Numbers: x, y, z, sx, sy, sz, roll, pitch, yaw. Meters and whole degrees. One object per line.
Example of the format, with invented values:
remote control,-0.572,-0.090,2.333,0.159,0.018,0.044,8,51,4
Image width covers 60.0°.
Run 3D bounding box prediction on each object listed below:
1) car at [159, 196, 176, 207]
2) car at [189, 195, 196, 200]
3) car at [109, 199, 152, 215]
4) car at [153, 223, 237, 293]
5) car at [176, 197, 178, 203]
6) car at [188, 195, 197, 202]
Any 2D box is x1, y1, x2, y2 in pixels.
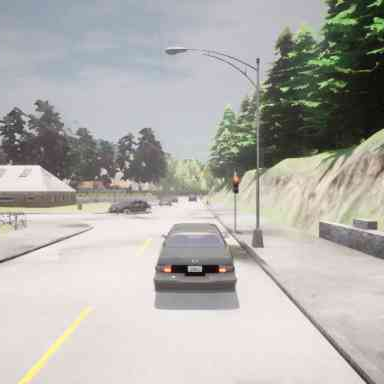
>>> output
car,-4.001,1.492,51.371,2.128,1.511,4.902,0,0,0
car,0.156,1.408,86.111,1.812,1.442,4.674,0,0,0
car,-6.134,1.507,33.674,1.837,1.490,4.892,3,2,35
car,0.075,1.547,8.997,2.033,1.411,5.357,0,0,0
car,-3.878,1.564,69.119,1.994,1.385,4.181,0,0,0
car,0.137,1.516,75.751,2.128,1.511,4.902,0,0,0
